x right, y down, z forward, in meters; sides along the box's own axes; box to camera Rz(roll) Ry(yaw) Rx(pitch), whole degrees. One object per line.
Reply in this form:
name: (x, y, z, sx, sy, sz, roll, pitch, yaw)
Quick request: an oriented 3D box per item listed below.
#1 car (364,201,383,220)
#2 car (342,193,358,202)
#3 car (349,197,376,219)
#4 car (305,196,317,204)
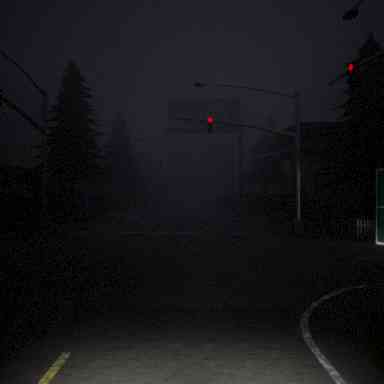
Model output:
car: (18.707, 1.672, 30.647, 4.611, 1.667, 2.242, 0, 0, 0)
car: (34.936, 1.489, 71.829, 2.007, 1.523, 4.514, 0, 0, 0)
car: (14.378, 1.504, 24.979, 3.866, 1.878, 1.905, 0, 0, 0)
car: (22.529, 1.552, 64.042, 1.970, 1.475, 3.806, 0, 0, 0)
